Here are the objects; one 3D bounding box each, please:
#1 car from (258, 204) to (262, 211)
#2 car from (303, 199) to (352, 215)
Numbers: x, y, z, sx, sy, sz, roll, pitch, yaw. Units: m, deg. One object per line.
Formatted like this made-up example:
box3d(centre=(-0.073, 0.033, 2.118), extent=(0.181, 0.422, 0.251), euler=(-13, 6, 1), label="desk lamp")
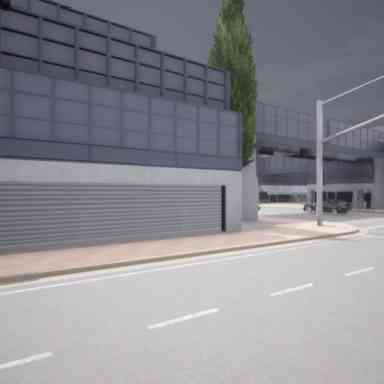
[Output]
box3d(centre=(6.003, 1.581, 38.525), extent=(1.994, 1.385, 4.181), euler=(0, 0, -37), label="car")
box3d(centre=(13.832, 1.524, 34.261), extent=(1.837, 1.490, 4.892), euler=(0, 0, -37), label="car")
